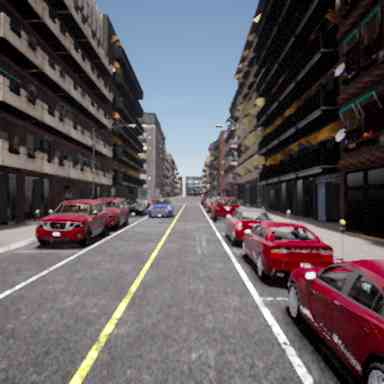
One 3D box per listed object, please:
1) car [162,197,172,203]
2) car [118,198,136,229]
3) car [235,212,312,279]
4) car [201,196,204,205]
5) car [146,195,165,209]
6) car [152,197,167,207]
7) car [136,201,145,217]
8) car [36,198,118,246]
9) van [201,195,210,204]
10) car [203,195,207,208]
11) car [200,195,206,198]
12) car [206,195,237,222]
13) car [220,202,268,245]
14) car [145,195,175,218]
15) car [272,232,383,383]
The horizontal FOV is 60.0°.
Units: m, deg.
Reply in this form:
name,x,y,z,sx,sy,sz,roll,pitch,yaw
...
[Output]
name,x,y,z,sx,sy,sz,roll,pitch,yaw
car,-5.211,1.707,70.772,1.802,1.307,4.206,1,0,0
car,-5.264,1.324,20.994,2.192,1.841,5.009,1,0,0
car,2.597,1.547,9.863,1.887,1.381,4.507,1,0,0
car,2.609,1.636,48.582,1.802,1.307,4.206,1,0,0
car,-5.231,1.369,48.647,2.192,1.841,5.009,1,0,0
car,-5.230,1.614,54.178,1.887,1.381,4.507,1,0,0
car,-5.257,1.587,32.057,1.947,1.339,4.313,1,0,0
car,-5.271,1.320,15.465,2.192,1.841,5.009,1,0,0
van,2.634,1.445,65.177,1.690,1.788,3.998,1,0,0
car,2.598,1.470,37.519,1.967,1.590,4.097,1,0,0
car,2.628,1.401,59.645,2.192,1.841,5.009,1,0,0
car,2.588,1.329,26.456,2.192,1.841,5.009,1,0,0
car,2.613,1.445,15.394,1.967,1.590,4.097,1,0,0
car,-2.712,1.370,30.157,2.097,1.767,4.553,0,0,0
car,2.590,1.545,4.333,1.887,1.381,4.507,1,0,0
